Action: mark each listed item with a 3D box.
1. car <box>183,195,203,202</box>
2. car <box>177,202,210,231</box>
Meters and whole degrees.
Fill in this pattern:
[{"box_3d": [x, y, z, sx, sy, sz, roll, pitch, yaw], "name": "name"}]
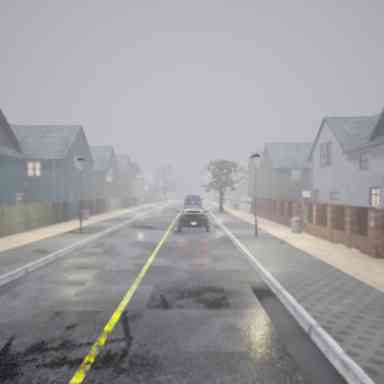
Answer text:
[{"box_3d": [0.099, 1.331, 39.644, 2.150, 2.045, 5.566, 0, 0, 0], "name": "car"}, {"box_3d": [0.087, 1.557, 20.490, 1.812, 1.442, 4.674, 0, 0, 0], "name": "car"}]
